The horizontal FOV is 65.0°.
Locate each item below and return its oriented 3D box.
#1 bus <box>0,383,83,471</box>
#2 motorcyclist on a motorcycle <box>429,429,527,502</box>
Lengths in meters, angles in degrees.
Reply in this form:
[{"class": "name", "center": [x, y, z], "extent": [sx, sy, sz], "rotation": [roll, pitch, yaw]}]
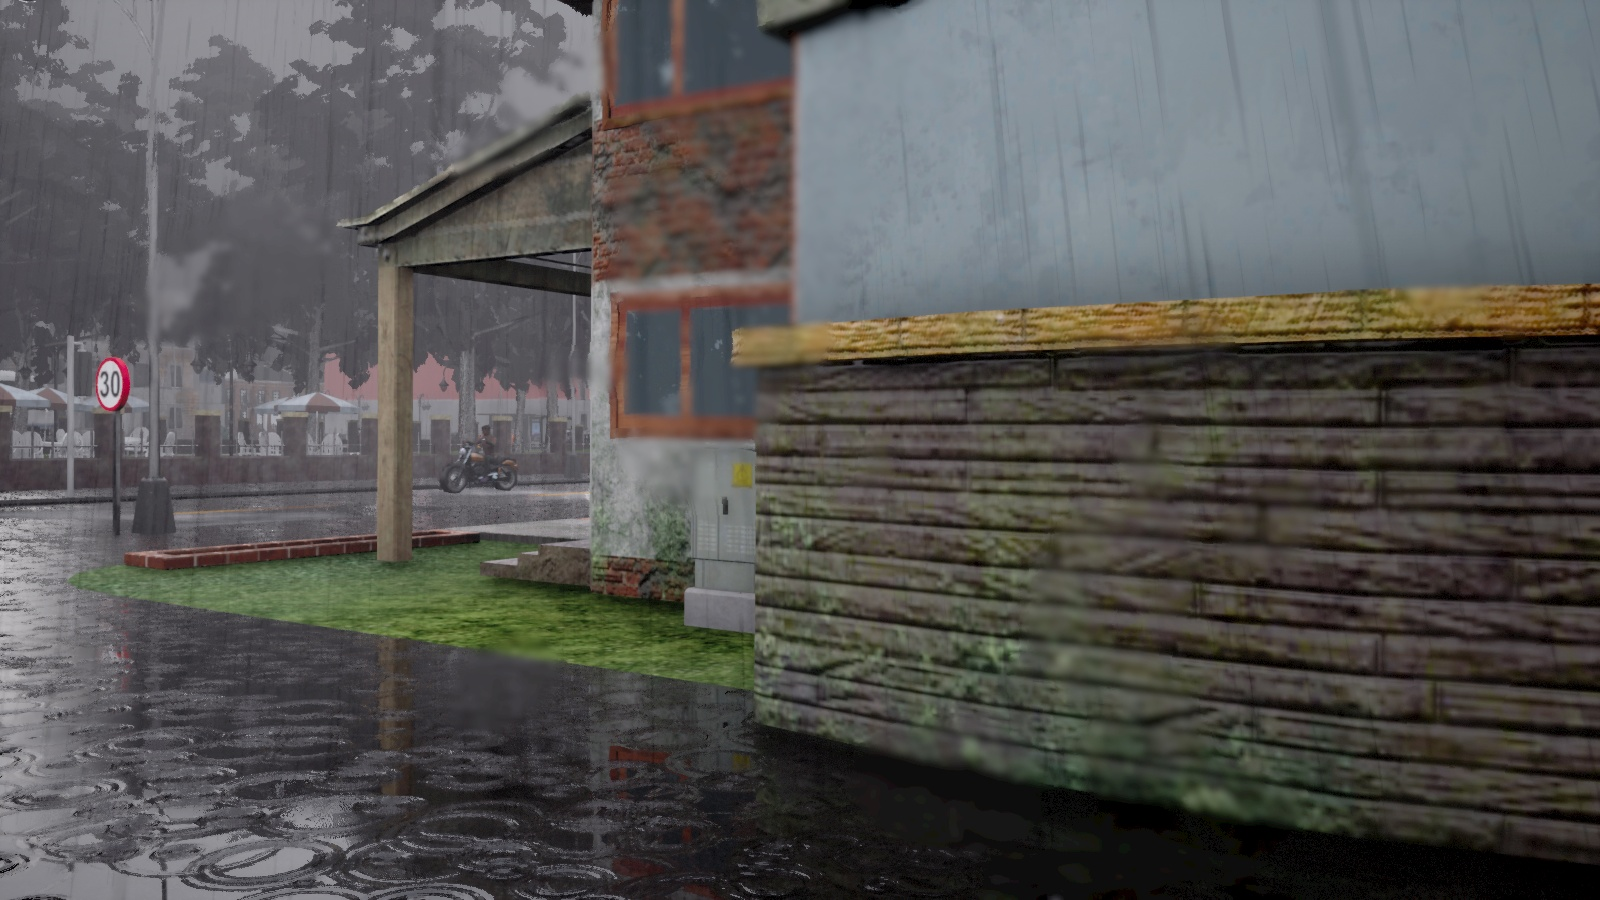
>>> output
[{"class": "bus", "center": [-41.148, -1.105, 60.988], "extent": [3.944, 4.253, 10.273], "rotation": [0, 1, 34]}, {"class": "motorcyclist on a motorcycle", "center": [-7.592, 0.344, 29.759], "extent": [0.766, 1.649, 2.350], "rotation": [0, 1, 32]}]
